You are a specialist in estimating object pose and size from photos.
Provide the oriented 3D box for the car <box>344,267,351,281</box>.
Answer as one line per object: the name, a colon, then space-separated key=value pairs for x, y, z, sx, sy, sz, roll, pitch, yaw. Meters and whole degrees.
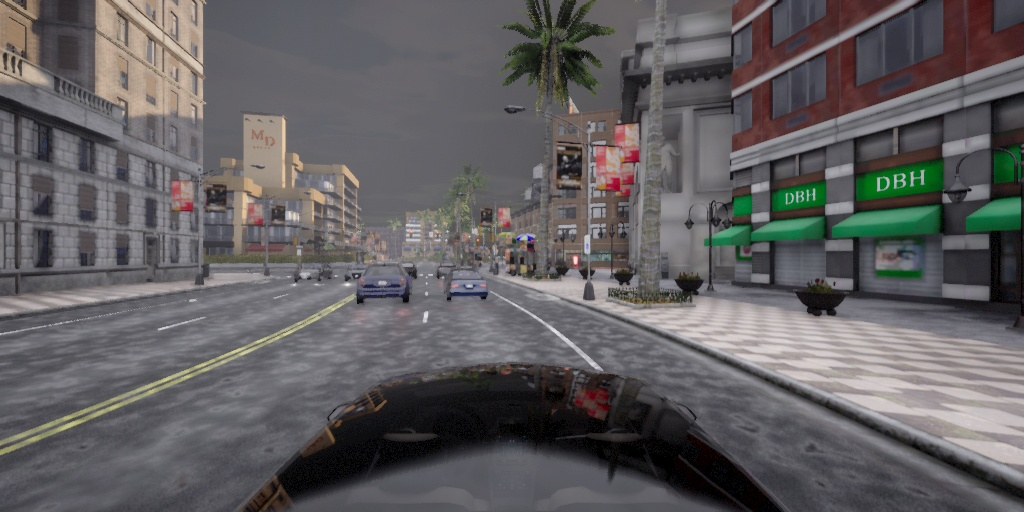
car: x=-12.422 y=1.348 z=29.584 sx=1.994 sy=1.385 sz=4.181 roll=0 pitch=0 yaw=-13

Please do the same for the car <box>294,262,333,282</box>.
car: x=-15.828 y=1.268 z=28.779 sx=2.128 sy=1.511 sz=4.902 roll=0 pitch=0 yaw=-13

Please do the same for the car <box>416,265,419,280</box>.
car: x=-9.228 y=1.233 z=31.288 sx=1.882 sy=1.535 sz=5.008 roll=0 pitch=0 yaw=-13

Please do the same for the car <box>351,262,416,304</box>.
car: x=-5.770 y=1.114 z=16.662 sx=2.097 sy=1.767 sz=4.553 roll=0 pitch=0 yaw=-13

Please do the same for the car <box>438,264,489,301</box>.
car: x=-2.370 y=1.311 z=17.496 sx=2.033 sy=1.411 sz=5.357 roll=0 pitch=0 yaw=-13

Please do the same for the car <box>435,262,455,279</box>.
car: x=-5.822 y=1.243 z=32.094 sx=2.128 sy=1.511 sz=4.902 roll=0 pitch=0 yaw=-13
